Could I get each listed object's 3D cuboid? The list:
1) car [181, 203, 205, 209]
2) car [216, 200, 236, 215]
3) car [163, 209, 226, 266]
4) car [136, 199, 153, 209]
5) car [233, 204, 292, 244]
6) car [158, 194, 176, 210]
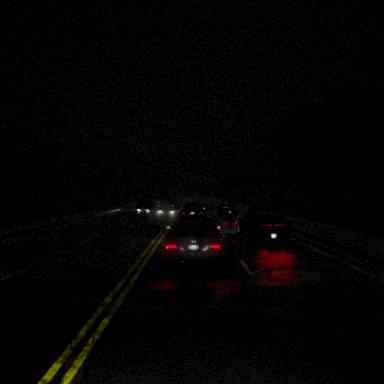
[{"bbox_3d":[0.055,1.583,26.610,2.033,1.411,5.357,0,0,0],"label":"car"},{"bbox_3d":[3.324,1.537,31.461,2.128,1.511,4.902,0,0,0],"label":"car"},{"bbox_3d":[0.059,1.559,11.595,2.033,1.411,5.357,0,0,0],"label":"car"},{"bbox_3d":[-6.606,1.627,47.150,2.033,1.411,5.357,0,0,0],"label":"car"},{"bbox_3d":[3.328,1.522,15.946,1.837,1.490,4.892,0,0,0],"label":"car"},{"bbox_3d":[-3.359,1.294,45.150,2.150,2.045,5.566,0,0,0],"label":"car"}]
